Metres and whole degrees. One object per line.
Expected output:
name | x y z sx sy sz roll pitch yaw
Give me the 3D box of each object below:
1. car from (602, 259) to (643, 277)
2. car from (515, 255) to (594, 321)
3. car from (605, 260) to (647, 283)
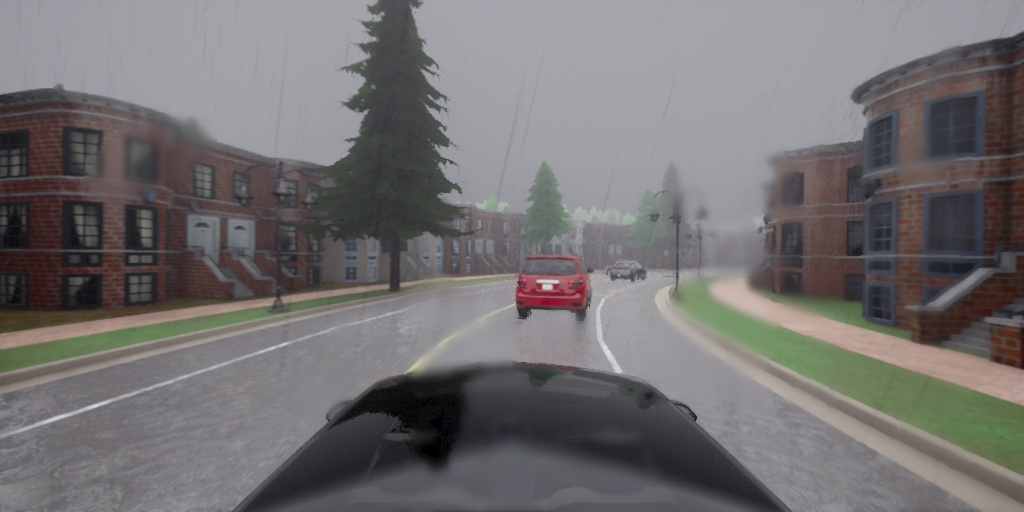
car | 11.473 1.165 36.953 4.553 1.767 2.097 0 0 -44
car | 1.653 0.976 12.753 2.150 2.045 5.566 0 0 14
car | 9.540 1.296 29.156 2.128 1.511 4.902 0 0 36
